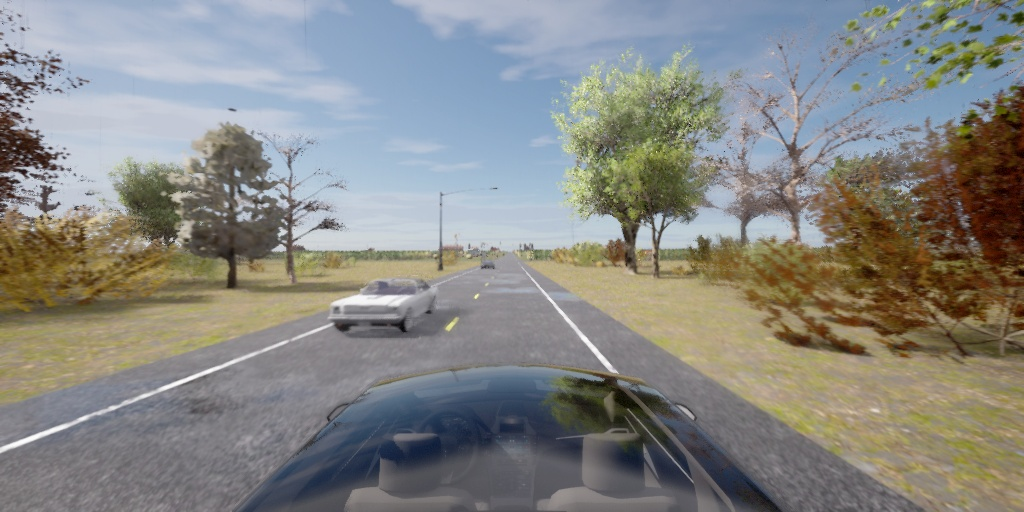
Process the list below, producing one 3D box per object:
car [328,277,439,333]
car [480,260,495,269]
[{"bbox_3d":[-3.599,1.350,10.955,1.895,1.301,4.718,0,0,0],"label":"car"},{"bbox_3d":[-3.566,1.265,52.836,1.994,1.385,4.181,0,0,0],"label":"car"}]
